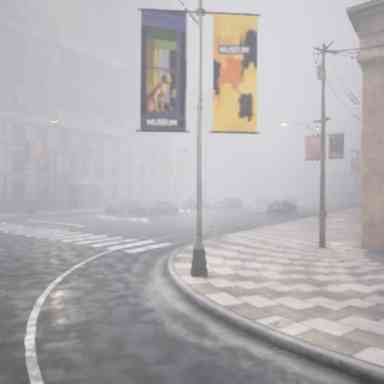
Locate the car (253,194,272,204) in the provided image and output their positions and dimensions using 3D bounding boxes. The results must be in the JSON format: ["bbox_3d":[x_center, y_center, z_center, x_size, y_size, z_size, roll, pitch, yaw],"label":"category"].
[{"bbox_3d":[12.058,1.188,55.877,2.097,1.767,4.553,1,0,36],"label":"car"}]

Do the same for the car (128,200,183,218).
[{"bbox_3d":[-3.082,1.425,28.888,1.994,1.385,4.181,1,0,35],"label":"car"}]

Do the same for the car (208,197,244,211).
[{"bbox_3d":[4.382,1.351,39.368,2.128,1.511,4.902,1,1,36],"label":"car"}]

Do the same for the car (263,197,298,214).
[{"bbox_3d":[9.198,1.477,33.730,1.994,1.385,4.181,1,0,36],"label":"car"}]

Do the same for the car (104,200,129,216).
[{"bbox_3d":[-6.029,1.400,30.783,1.994,1.385,4.181,1,0,35],"label":"car"}]

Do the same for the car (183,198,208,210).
[{"bbox_3d":[0.486,1.400,39.943,1.994,1.385,4.181,1,0,36],"label":"car"}]
